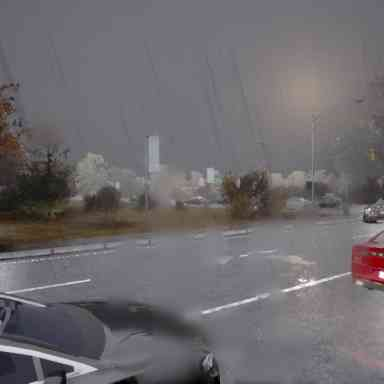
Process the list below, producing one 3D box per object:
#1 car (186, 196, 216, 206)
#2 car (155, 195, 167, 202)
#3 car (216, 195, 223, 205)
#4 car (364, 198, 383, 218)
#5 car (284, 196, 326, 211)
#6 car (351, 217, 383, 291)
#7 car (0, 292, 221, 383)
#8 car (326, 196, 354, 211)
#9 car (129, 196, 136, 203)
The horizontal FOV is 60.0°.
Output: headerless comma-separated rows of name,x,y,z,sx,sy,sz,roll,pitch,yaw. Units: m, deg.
car,0.973,1.320,49.780,1.812,1.442,4.674,-1,0,-39
car,-6.805,1.297,65.227,1.812,1.442,4.674,-1,0,-38
car,5.120,1.255,50.198,2.128,1.511,4.902,-1,0,-38
car,13.107,1.201,22.011,2.097,1.767,4.553,-1,0,43
car,11.727,1.311,36.344,1.812,1.442,4.674,-1,0,-39
car,5.757,1.445,7.845,5.008,1.535,1.882,0,0,-35
car,-1.961,1.492,2.332,4.902,1.511,2.128,0,0,-35
car,15.520,1.246,37.210,2.128,1.511,4.902,-1,0,-39
car,-10.136,1.349,63.803,2.033,1.411,5.357,-1,0,-38
